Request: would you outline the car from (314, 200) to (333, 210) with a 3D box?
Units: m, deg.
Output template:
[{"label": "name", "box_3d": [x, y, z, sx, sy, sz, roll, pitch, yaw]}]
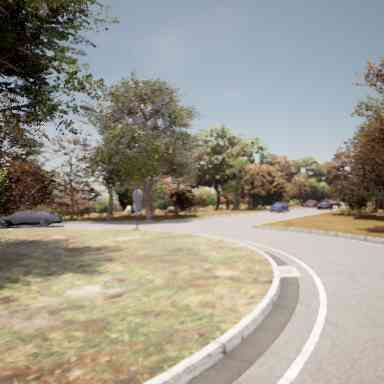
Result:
[{"label": "car", "box_3d": [23.511, 2.425, 58.536, 1.994, 1.385, 4.181, -1, -1, 34]}]

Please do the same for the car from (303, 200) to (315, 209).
[{"label": "car", "box_3d": [22.865, 2.336, 63.999, 2.097, 1.767, 4.553, -1, -1, 34]}]

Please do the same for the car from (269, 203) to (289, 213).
[{"label": "car", "box_3d": [13.006, 2.328, 49.270, 1.812, 1.442, 4.674, -1, -1, 34]}]

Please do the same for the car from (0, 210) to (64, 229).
[{"label": "car", "box_3d": [-13.620, 2.237, 27.737, 5.357, 1.411, 2.033, 0, -1, -12]}]
